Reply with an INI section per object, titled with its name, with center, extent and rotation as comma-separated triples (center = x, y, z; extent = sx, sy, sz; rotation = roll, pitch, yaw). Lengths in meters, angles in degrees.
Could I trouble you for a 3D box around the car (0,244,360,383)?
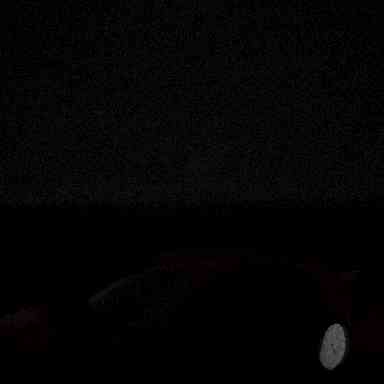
[car]
center = 0.028, 1.478, 4.023
extent = 5.008, 1.535, 1.882
rotation = 0, 0, -35
